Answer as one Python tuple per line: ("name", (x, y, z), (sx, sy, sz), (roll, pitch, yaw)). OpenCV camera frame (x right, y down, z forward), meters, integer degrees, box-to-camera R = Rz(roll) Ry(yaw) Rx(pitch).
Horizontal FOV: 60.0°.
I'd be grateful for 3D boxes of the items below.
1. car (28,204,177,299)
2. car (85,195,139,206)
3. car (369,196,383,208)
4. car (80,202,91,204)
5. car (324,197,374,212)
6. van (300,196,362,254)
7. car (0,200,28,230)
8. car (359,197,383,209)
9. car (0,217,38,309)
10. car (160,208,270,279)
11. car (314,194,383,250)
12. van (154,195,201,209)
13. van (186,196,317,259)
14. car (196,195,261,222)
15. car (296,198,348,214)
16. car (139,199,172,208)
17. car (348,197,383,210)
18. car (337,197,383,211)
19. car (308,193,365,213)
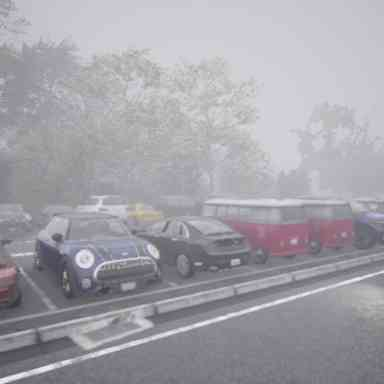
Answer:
("car", (-2.608, 1.360, 8.714), (2.185, 1.767, 4.553), (0, 0, -36))
("car", (-6.066, 1.247, 22.317), (2.435, 2.045, 5.566), (0, 0, -36))
("car", (27.933, 1.385, 46.359), (1.946, 1.575, 5.366), (0, 0, -36))
("car", (-8.291, 1.522, 20.656), (2.163, 1.488, 4.792), (0, 0, -36))
("car", (18.791, 1.450, 40.058), (2.097, 1.535, 5.008), (0, 0, -36))
("van", (4.184, 1.279, 13.674), (1.878, 1.987, 4.442), (0, 0, -36))
("car", (-10.584, 1.361, 19.089), (2.185, 1.767, 4.553), (0, 0, -36))
("car", (25.551, 1.433, 44.920), (2.163, 1.488, 4.792), (0, 0, -36))
("car", (-4.869, 1.520, 7.055), (2.002, 1.452, 4.674), (0, 0, -36))
("car", (-0.306, 1.493, 10.313), (2.231, 1.521, 4.892), (0, 0, -36))
("car", (6.549, 1.260, 15.187), (2.435, 2.045, 5.566), (0, 0, -36))
("van", (-1.602, 1.285, 25.617), (1.878, 1.987, 4.442), (0, 0, -36))
("van", (1.903, 1.273, 12.044), (1.878, 1.987, 4.442), (0, 0, -36))
("car", (3.000, 1.267, 28.728), (2.435, 2.045, 5.566), (0, 0, -36))
("car", (14.283, 1.483, 36.821), (2.231, 1.521, 4.892), (0, 0, -36))
("car", (-3.899, 1.502, 24.059), (1.946, 1.575, 5.366), (0, 0, -36))
("car", (23.307, 1.420, 43.288), (2.231, 1.521, 4.892), (0, 0, -36))
("car", (21.049, 1.435, 41.673), (2.097, 1.535, 5.008), (0, 0, -36))
("car", (16.552, 1.215, 38.415), (2.435, 2.045, 5.566), (0, 0, -36))
